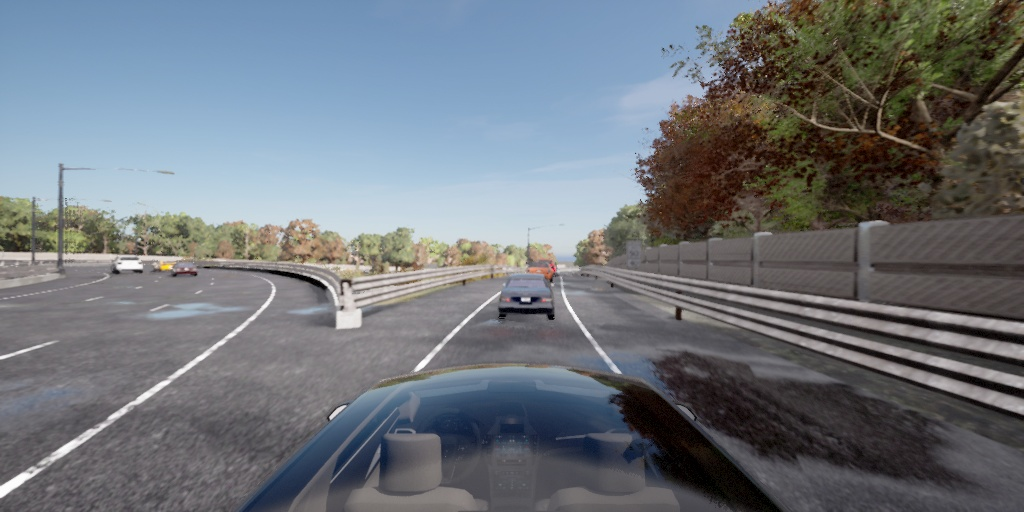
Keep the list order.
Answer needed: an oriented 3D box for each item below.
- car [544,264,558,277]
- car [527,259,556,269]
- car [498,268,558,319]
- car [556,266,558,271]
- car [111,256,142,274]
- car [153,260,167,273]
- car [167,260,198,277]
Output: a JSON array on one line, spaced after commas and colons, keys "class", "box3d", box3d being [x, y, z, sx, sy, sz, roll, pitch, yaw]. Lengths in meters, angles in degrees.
[{"class": "car", "box3d": [6.756, 2.510, 61.369, 2.150, 2.045, 5.566, 0, -4, 10]}, {"class": "car", "box3d": [2.312, 1.241, 29.402, 2.097, 1.767, 4.553, 0, -1, 7]}, {"class": "car", "box3d": [0.571, 1.342, 13.067, 2.033, 1.411, 5.357, 0, 0, 4]}, {"class": "car", "box3d": [3.963, 1.432, 42.026, 2.150, 2.045, 5.566, 0, -2, 8]}, {"class": "car", "box3d": [-45.904, 1.004, 42.723, 5.566, 2.045, 2.150, 0, 0, 37]}, {"class": "car", "box3d": [-44.143, 1.277, 45.805, 5.008, 1.535, 1.882, 0, 0, 37]}, {"class": "car", "box3d": [-33.486, 1.340, 36.649, 5.357, 1.411, 2.033, 0, 0, 44]}]
